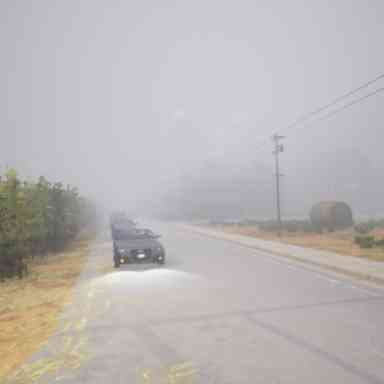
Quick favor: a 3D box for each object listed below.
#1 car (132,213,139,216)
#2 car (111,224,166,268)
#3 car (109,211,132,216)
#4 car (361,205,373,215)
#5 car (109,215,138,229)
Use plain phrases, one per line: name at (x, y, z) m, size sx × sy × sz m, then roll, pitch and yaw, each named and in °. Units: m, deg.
car at (-15.030, 5.554, 78.681) m, size 4.718 × 1.301 × 1.895 m, roll -3°, pitch -3°, yaw 29°
car at (-2.379, 2.327, 14.469) m, size 1.994 × 1.385 × 4.181 m, roll 0°, pitch -3°, yaw -14°
car at (-9.130, 3.418, 41.453) m, size 2.150 × 2.045 × 5.566 m, roll 0°, pitch -3°, yaw -14°
car at (36.609, 3.771, 69.376) m, size 1.905 × 1.878 × 3.866 m, roll 4°, pitch 2°, yaw 32°
car at (-5.427, 2.886, 26.564) m, size 1.882 × 1.535 × 5.008 m, roll 0°, pitch -3°, yaw -14°
